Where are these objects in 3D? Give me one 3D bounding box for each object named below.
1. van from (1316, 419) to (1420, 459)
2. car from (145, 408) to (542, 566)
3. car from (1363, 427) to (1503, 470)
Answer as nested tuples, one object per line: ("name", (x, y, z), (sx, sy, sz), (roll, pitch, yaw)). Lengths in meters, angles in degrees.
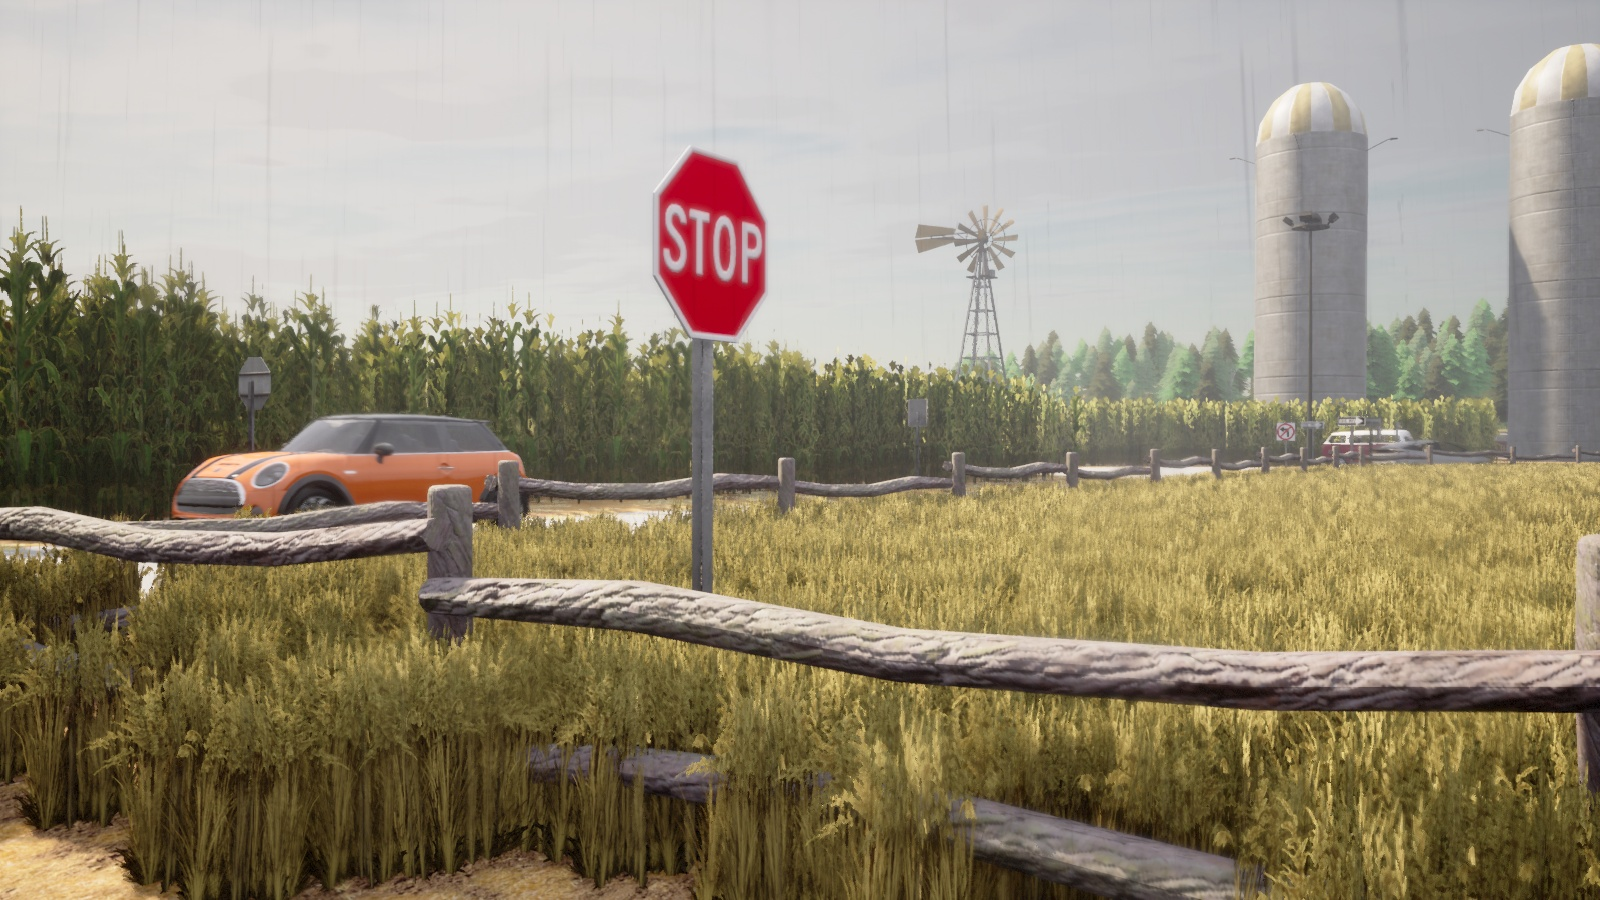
("van", (29.506, -0.541, 65.312), (2.069, 2.038, 4.480), (0, 0, -43))
("car", (-5.812, 0.408, 16.558), (2.097, 1.767, 4.553), (-1, 0, 34))
("car", (23.927, -0.063, 47.505), (4.514, 1.525, 2.007), (-1, 1, -15))
